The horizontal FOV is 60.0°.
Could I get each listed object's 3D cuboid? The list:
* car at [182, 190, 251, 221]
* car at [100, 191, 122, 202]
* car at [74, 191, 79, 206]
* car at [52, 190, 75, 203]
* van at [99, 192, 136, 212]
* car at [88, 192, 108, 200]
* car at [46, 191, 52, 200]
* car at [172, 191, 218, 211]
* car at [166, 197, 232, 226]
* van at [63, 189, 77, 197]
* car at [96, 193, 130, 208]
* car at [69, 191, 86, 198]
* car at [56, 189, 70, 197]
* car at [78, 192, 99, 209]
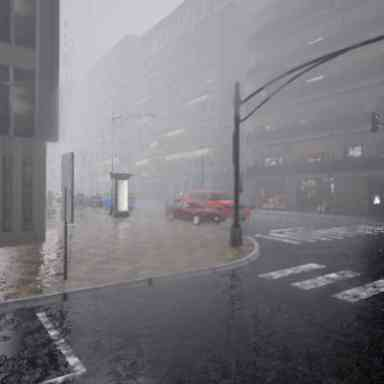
[{"bbox_3d":[1.561,0.913,23.191,2.150,2.045,5.566,1,1,-36],"label":"car"},{"bbox_3d":[-13.055,0.667,53.227,1.967,1.590,4.097,2,0,-36],"label":"car"},{"bbox_3d":[-13.195,0.883,39.143,1.887,1.381,4.507,2,0,-36],"label":"car"},{"bbox_3d":[-16.416,0.778,43.585,1.752,1.417,4.829,2,0,-36],"label":"car"},{"bbox_3d":[-6.548,0.856,29.984,1.690,1.788,3.998,2,0,-36],"label":"van"},{"bbox_3d":[-16.379,0.705,57.806,1.947,1.339,4.313,2,0,-36],"label":"car"},{"bbox_3d":[-23.155,0.514,52.880,1.967,1.590,4.097,2,0,-36],"label":"car"},{"bbox_3d":[0.232,0.895,34.910,2.192,1.841,5.009,2,0,-36],"label":"car"},{"bbox_3d":[0.088,1.237,20.826,1.887,1.381,4.507,2,0,-36],"label":"car"},{"bbox_3d":[-26.335,0.215,71.544,1.690,1.788,3.998,2,0,-36],"label":"van"},{"bbox_3d":[-9.065,0.890,37.852,1.882,1.535,5.008,1,1,-36],"label":"car"},{"bbox_3d":[-23.120,0.485,67.102,1.752,1.417,4.829,2,0,-36],"label":"car"},{"bbox_3d":[-29.659,0.226,76.123,1.967,1.590,4.097,2,0,-36],"label":"car"},{"bbox_3d":[-9.875,0.971,34.564,1.887,1.381,4.507,2,0,-36],"label":"car"}]
